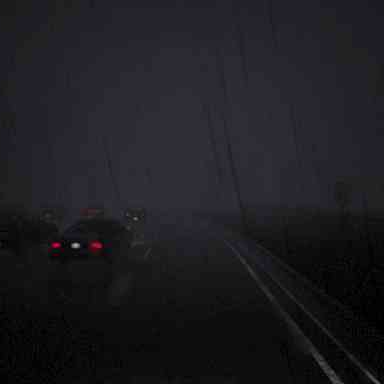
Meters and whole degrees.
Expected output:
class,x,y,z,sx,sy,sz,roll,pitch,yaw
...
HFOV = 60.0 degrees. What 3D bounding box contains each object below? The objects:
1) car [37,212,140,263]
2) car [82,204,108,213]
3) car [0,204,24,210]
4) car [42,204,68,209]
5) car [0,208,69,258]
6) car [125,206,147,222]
class,x,y,z,sx,sy,sz,roll,pitch,yaw
car,-3.505,1.685,12.493,2.033,1.411,5.357,0,-1,0
car,-8.548,1.812,29.214,2.128,1.511,4.902,0,0,-11
car,-15.611,1.793,28.862,1.882,1.535,5.008,0,0,-11
car,-12.152,1.799,29.403,1.882,1.535,5.008,0,0,-11
car,-7.044,1.641,13.486,2.128,1.511,4.902,0,0,-1
car,-5.034,1.924,29.513,1.895,1.301,4.718,0,-1,-10
